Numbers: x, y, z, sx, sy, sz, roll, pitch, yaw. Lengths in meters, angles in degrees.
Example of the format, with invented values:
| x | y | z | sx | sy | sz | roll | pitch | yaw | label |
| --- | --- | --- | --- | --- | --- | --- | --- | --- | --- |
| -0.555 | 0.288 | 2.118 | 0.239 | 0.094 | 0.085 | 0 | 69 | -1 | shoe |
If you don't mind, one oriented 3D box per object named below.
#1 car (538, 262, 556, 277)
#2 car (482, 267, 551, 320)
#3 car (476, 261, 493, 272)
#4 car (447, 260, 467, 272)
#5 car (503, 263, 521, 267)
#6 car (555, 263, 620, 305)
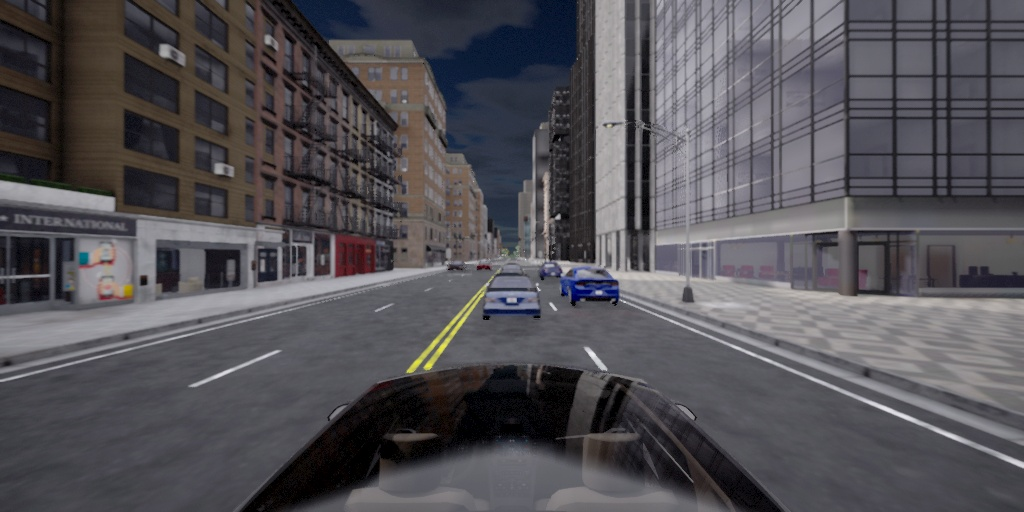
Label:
| x | y | z | sx | sy | sz | roll | pitch | yaw | label |
| --- | --- | --- | --- | --- | --- | --- | --- | --- | --- |
| 3.257 | 1.233 | 30.467 | 1.812 | 1.442 | 4.674 | 0 | 0 | 1 | car |
| 0.003 | 1.280 | 12.550 | 2.033 | 1.411 | 5.357 | 0 | 0 | 0 | car |
| -3.417 | 1.292 | 45.019 | 1.895 | 1.301 | 4.718 | 0 | 0 | 0 | car |
| -6.674 | 1.238 | 44.241 | 2.033 | 1.411 | 5.357 | 0 | 0 | 0 | car |
| -0.020 | 1.258 | 27.575 | 2.033 | 1.411 | 5.357 | 0 | 0 | 1 | car |
| 3.283 | 1.205 | 15.921 | 1.882 | 1.535 | 5.008 | 0 | 0 | 0 | car |
